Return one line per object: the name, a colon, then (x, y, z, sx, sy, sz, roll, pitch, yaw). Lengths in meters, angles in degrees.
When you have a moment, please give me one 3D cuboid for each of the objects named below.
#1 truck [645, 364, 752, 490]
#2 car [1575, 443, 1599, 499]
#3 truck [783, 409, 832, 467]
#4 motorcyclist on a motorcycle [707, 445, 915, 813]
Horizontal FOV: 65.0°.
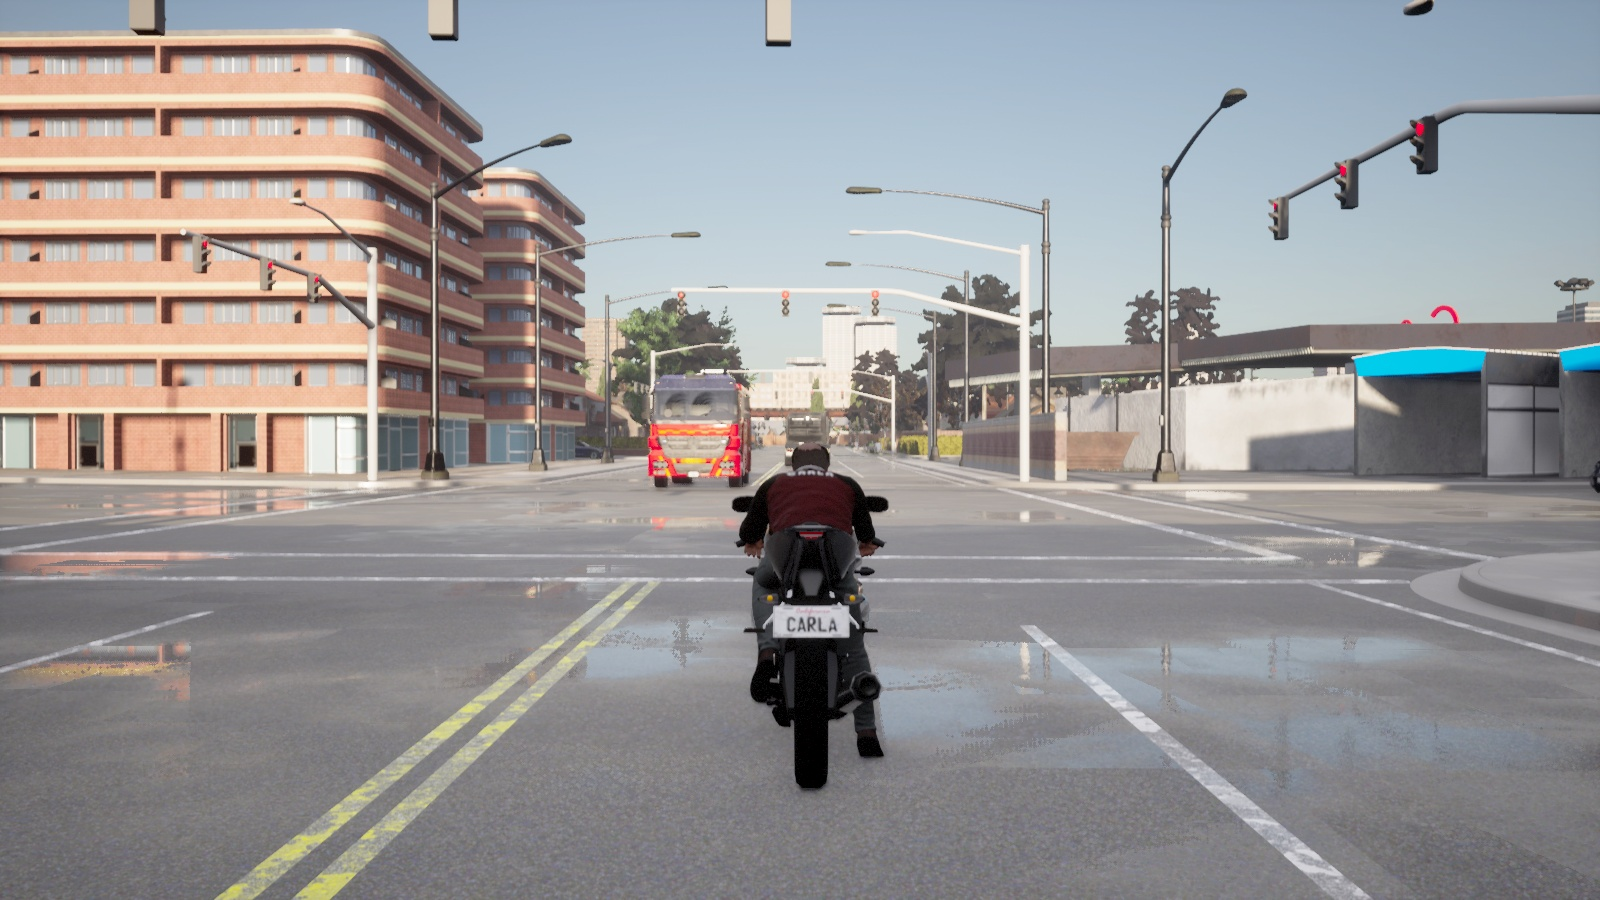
truck: (-3.240, -0.707, 42.340, 2.891, 3.827, 8.468, 0, 0, 0)
car: (23.326, 0.560, 33.946, 3.633, 1.501, 1.845, 0, 0, -2)
truck: (0.466, -0.741, 78.469, 2.891, 3.462, 7.936, 0, 0, 0)
motorcyclist on a motorcycle: (0.052, 0.741, 6.329, 0.866, 1.530, 2.191, 0, 0, 0)
